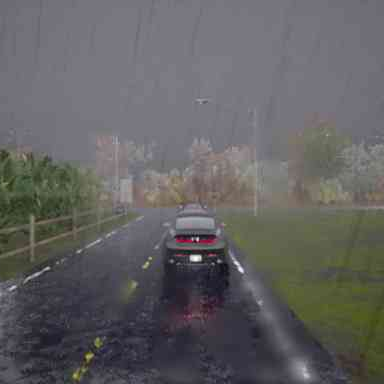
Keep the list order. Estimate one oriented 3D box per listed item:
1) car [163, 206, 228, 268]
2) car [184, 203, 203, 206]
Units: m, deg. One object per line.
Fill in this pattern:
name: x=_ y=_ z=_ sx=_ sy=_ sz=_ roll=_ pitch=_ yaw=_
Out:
car: x=0.095 y=1.434 z=10.963 sx=1.837 sy=1.490 sz=4.892 roll=0 pitch=0 yaw=0
car: x=0.097 y=1.418 z=22.722 sx=1.994 sy=1.385 sz=4.181 roll=0 pitch=0 yaw=-1
